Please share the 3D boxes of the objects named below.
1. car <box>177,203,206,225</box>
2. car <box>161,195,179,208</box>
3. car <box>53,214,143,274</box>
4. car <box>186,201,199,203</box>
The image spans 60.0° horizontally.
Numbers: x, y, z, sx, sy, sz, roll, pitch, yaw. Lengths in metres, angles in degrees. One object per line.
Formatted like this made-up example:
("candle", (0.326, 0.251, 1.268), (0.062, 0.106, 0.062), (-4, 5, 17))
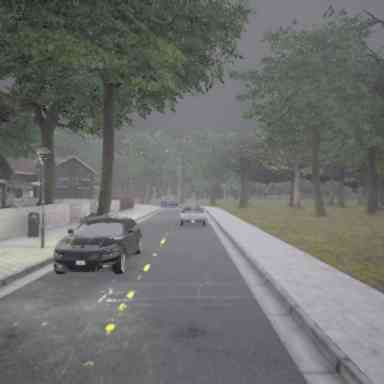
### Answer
("car", (0.070, 1.763, 25.257), (1.895, 1.301, 4.718), (0, 0, 0))
("car", (-3.748, 1.585, 56.037), (2.150, 2.045, 5.566), (1, 0, -15))
("car", (-2.839, 1.546, 11.006), (1.882, 1.535, 5.008), (0, 0, 0))
("car", (0.074, 1.853, 43.606), (1.994, 1.385, 4.181), (0, 0, 0))
